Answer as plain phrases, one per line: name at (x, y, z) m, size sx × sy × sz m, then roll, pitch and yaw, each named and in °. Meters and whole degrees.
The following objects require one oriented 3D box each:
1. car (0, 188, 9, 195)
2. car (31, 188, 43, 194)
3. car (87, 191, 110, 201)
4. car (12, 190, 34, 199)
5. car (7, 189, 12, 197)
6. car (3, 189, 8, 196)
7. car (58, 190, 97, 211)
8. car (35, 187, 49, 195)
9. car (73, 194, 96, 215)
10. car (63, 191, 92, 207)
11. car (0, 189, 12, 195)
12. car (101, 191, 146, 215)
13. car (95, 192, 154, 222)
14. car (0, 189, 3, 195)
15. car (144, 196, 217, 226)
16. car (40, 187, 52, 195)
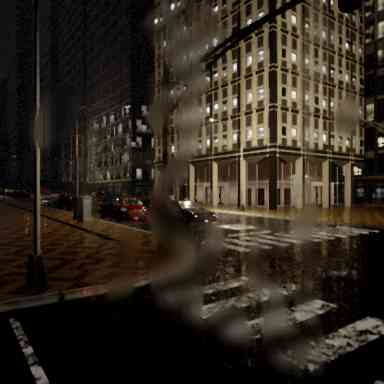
car at (-43.623, -0.119, 76.583) m, size 1.887 × 1.381 × 4.507 m, roll 1°, pitch 0°, yaw -36°
car at (-40.117, -0.225, 86.068) m, size 1.947 × 1.339 × 4.313 m, roll 1°, pitch 0°, yaw -36°
car at (-14.099, 0.632, 49.831) m, size 1.947 × 1.339 × 4.313 m, roll 1°, pitch 0°, yaw -36°
car at (-27.368, 0.416, 53.943) m, size 1.887 × 1.381 × 4.507 m, roll 1°, pitch 0°, yaw -36°
car at (-30.619, 0.315, 58.471) m, size 2.008 × 1.369 × 4.403 m, roll 1°, pitch 0°, yaw -36°
car at (-33.870, 0.202, 62.999) m, size 1.887 × 1.381 × 4.507 m, roll 1°, pitch 0°, yaw -36°
car at (-11.107, 0.723, 31.303) m, size 2.192 × 1.841 × 5.009 m, roll 1°, pitch 0°, yaw -36°
car at (-36.859, -0.369, 81.537) m, size 2.192 × 1.841 × 5.009 m, roll 1°, pitch 0°, yaw -36°
car at (-7.863, 1.097, 26.776) m, size 1.802 × 1.307 × 4.206 m, roll 1°, pitch 0°, yaw -36°
car at (-13.501, 0.754, 39.072) m, size 1.837 × 1.490 × 4.892 m, roll 0°, pitch 2°, yaw -35°
car at (-40.373, 0.009, 72.055) m, size 1.947 × 1.339 × 4.313 m, roll 1°, pitch 0°, yaw -36°
car at (-5.998, 0.853, 28.599) m, size 2.097 × 1.767 × 4.553 m, roll 0°, pitch 1°, yaw -36°
car at (-4.608, 1.062, 22.248) m, size 1.967 × 1.590 × 4.097 m, roll 1°, pitch 0°, yaw -36°
car at (-37.121, 0.101, 67.527) m, size 2.008 × 1.369 × 4.403 m, roll 1°, pitch 0°, yaw -36°
car at (-0.710, 1.223, 21.232) m, size 2.033 × 1.411 × 5.357 m, roll 0°, pitch 1°, yaw -36°
car at (-33.612, -0.032, 77.008) m, size 1.887 × 1.381 × 4.507 m, roll 1°, pitch 0°, yaw -36°
